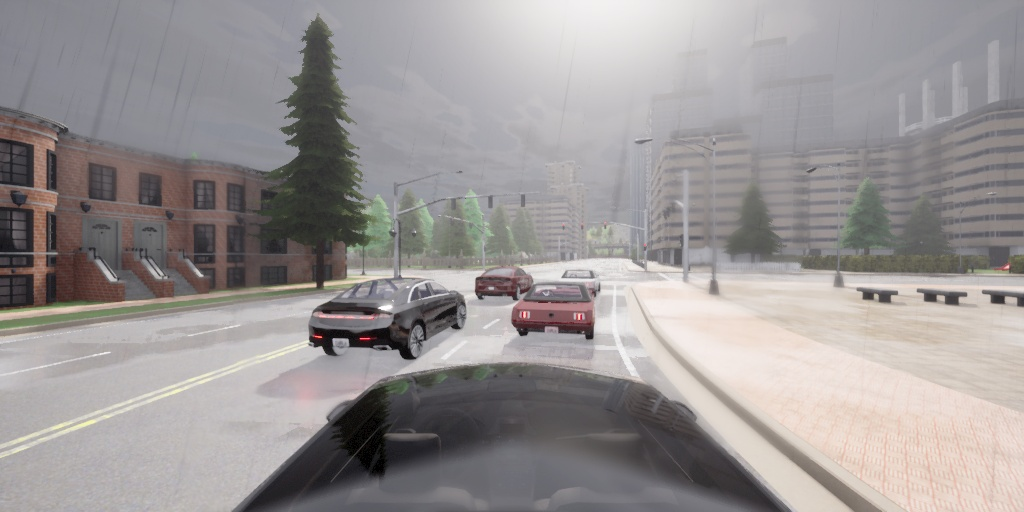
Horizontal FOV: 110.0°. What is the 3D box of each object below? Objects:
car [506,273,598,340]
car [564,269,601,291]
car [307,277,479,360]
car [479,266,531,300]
[{"bbox_3d":[1.381,1.351,10.098,1.895,1.301,4.718,0,0,13],"label":"car"},{"bbox_3d":[3.634,1.350,18.986,1.895,1.301,4.718,0,0,17],"label":"car"},{"bbox_3d":[-2.491,1.241,8.428,2.128,1.511,4.902,0,0,9],"label":"car"},{"bbox_3d":[-0.237,1.227,17.645,1.882,1.535,5.008,0,0,15],"label":"car"}]
